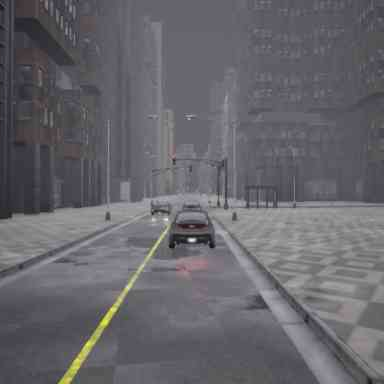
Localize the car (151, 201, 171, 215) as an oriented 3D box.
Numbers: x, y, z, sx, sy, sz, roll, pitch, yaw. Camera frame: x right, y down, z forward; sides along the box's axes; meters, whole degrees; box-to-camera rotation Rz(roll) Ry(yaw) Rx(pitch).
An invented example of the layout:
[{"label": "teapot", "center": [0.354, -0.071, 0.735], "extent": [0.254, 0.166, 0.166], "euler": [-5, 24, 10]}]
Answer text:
[{"label": "car", "center": [-3.000, 1.607, 33.651], "extent": [2.033, 1.411, 5.357], "euler": [0, 0, 0]}]

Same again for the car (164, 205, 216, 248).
[{"label": "car", "center": [0.000, 1.519, 14.650], "extent": [1.837, 1.490, 4.892], "euler": [0, 0, 0]}]

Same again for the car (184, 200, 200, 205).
[{"label": "car", "center": [0.000, 1.521, 29.651], "extent": [1.837, 1.490, 4.892], "euler": [0, 0, 0]}]
